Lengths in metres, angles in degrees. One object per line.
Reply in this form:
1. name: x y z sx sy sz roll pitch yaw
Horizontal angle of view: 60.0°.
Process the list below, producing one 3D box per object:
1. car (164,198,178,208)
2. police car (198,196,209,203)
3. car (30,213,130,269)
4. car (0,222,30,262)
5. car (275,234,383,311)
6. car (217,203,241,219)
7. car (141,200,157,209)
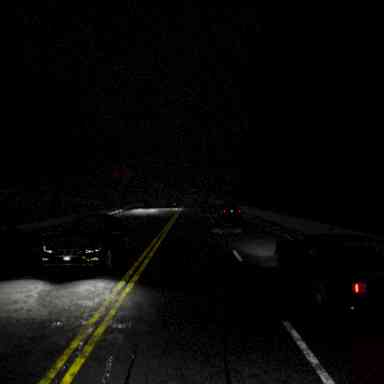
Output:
1. car: -3.310 1.790 52.504 1.837 1.490 4.892 0 0 0
2. police car: 3.271 1.995 83.852 1.930 1.638 5.238 0 -1 0
3. car: -3.347 1.540 11.329 1.837 1.490 4.892 0 0 0
4. car: -6.598 1.632 10.073 1.895 1.301 4.718 0 0 0
5. car: 3.348 1.624 7.742 1.895 1.301 4.718 0 0 0
6. car: 3.359 1.685 30.651 2.033 1.411 5.357 0 0 0
7. car: -6.565 1.874 50.690 1.895 1.301 4.718 0 0 0
